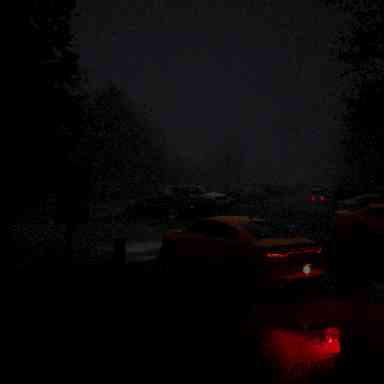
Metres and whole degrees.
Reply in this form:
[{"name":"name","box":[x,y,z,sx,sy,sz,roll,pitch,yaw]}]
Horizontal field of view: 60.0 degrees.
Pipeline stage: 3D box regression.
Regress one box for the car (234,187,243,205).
[{"name":"car","box":[1.480,0.568,29.710,5.366,1.575,1.946,1,3,24]}]

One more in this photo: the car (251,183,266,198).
[{"name":"car","box":[5.697,0.069,40.107,5.366,1.575,1.946,1,3,24]}]

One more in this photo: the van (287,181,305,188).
[{"name":"van","box":[28.237,-2.079,90.643,4.442,1.987,1.878,1,2,24]}]

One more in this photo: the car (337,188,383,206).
[{"name":"car","box":[16.603,0.444,32.061,4.792,1.488,2.163,1,3,24]}]

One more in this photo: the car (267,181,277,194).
[{"name":"car","box":[9.223,-0.376,47.502,4.553,1.767,2.185,1,3,24]}]

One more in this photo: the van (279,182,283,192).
[{"name":"van","box":[11.554,-0.674,52.531,4.442,1.987,1.878,1,2,24]}]

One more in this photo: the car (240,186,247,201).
[{"name":"car","box":[2.443,0.447,32.317,4.892,1.521,2.231,1,3,24]}]

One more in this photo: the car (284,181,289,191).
[{"name":"car","box":[13.674,-0.618,57.671,4.792,1.488,2.163,1,2,24]}]

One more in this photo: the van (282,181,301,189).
[{"name":"van","box":[24.863,-1.859,83.050,4.442,1.987,1.878,1,2,24]}]

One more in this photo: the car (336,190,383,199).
[{"name":"car","box":[9.962,1.018,16.972,4.553,1.767,2.185,1,3,24]}]

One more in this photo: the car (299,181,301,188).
[{"name":"car","box":[21.561,-1.462,75.413,4.553,1.767,2.185,1,2,24]}]

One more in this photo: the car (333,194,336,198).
[{"name":"car","box":[10.981,1.056,19.419,4.792,1.488,2.163,1,3,24]}]

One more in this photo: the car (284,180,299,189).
[{"name":"car","box":[19.166,-1.145,70.410,5.366,1.575,1.946,1,2,24]}]

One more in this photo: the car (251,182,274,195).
[{"name":"car","box":[8.061,-0.145,44.984,4.892,1.521,2.231,1,3,24]}]

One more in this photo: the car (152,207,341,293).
[{"name":"car","box":[0.954,1.351,8.625,1.882,1.535,5.008,2,-1,-32]}]

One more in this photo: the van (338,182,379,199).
[{"name":"van","box":[21.018,-0.262,42.177,4.442,1.987,1.878,1,3,24]}]

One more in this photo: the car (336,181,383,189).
[{"name":"car","box":[15.530,0.287,29.497,5.566,2.045,2.435,1,3,24]}]

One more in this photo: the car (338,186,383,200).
[{"name":"car","box":[20.026,0.099,39.619,4.792,1.488,2.163,1,3,24]}]

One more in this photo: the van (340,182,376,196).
[{"name":"van","box":[23.478,-0.458,47.160,4.442,1.987,1.878,1,2,24]}]

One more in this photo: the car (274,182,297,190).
[{"name":"car","box":[20.434,-1.363,72.878,4.553,1.767,2.185,1,2,24]}]

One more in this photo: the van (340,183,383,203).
[{"name":"van","box":[17.910,0.066,34.632,4.442,1.987,1.878,1,3,24]}]

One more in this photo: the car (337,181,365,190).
[{"name":"car","box":[34.641,-1.473,72.630,5.566,2.045,2.435,1,2,24]}]

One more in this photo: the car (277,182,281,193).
[{"name":"car","box":[10.347,-0.322,50.041,4.792,1.488,2.163,1,2,24]}]

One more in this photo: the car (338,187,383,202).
[{"name":"car","box":[18.955,0.204,37.209,4.792,1.488,2.163,1,3,24]}]

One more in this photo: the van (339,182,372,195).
[{"name":"van","box":[24.390,-0.560,49.785,4.442,1.987,1.878,1,2,24]}]

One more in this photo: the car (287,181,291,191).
[{"name":"car","box":[14.801,-0.716,60.206,4.792,1.488,2.163,1,2,24]}]

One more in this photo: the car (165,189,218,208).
[{"name":"car","box":[-0.939,0.813,24.714,5.008,1.535,2.097,1,3,24]}]

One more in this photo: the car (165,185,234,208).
[{"name":"car","box":[0.209,0.440,27.227,5.566,2.045,2.435,1,3,24]}]

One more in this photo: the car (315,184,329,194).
[{"name":"car","box":[22.304,-0.618,56.974,1.882,1.535,5.008,1,2,24]}]

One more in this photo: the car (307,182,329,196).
[{"name":"car","box":[18.124,-0.239,47.571,2.128,1.511,4.902,1,2,24]}]

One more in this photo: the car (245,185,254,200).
[{"name":"car","box":[3.394,0.317,34.929,5.366,1.575,1.946,1,3,24]}]

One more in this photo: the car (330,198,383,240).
[{"name":"car","box":[8.804,1.265,14.463,5.008,1.535,2.097,1,3,24]}]

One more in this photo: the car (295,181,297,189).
[{"name":"car","box":[18.203,-1.040,67.802,4.892,1.521,2.231,1,2,24]}]

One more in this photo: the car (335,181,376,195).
[{"name":"car","box":[25.595,-0.683,52.277,5.566,2.045,2.435,1,2,24]}]

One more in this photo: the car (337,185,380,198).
[{"name":"car","box":[22.252,-0.137,44.685,5.008,1.535,2.097,1,2,24]}]

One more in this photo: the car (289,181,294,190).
[{"name":"car","box":[15.786,-0.850,62.804,5.366,1.575,1.946,1,2,24]}]

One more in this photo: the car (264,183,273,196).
[{"name":"car","box":[7.113,-0.036,42.379,5.366,1.575,1.946,1,3,24]}]

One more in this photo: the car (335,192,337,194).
[{"name":"car","box":[12.130,0.944,21.937,4.674,1.452,2.002,1,3,24]}]

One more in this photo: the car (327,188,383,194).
[{"name":"car","box":[13.087,0.776,24.538,5.366,1.575,1.946,1,3,24]}]

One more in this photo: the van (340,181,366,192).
[{"name":"van","box":[31.400,-1.150,64.984,4.442,1.987,1.878,1,2,24]}]

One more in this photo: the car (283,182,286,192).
[{"name":"car","box":[12.548,-0.520,55.136,4.792,1.488,2.163,1,2,24]}]

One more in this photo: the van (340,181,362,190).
[{"name":"van","box":[35.898,-1.543,75.103,4.442,1.987,1.878,1,2,24]}]

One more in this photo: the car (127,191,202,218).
[{"name":"car","box":[-2.097,0.965,22.196,4.792,1.488,2.163,1,3,24]}]

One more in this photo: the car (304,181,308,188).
[{"name":"car","box":[26.123,-1.980,85.525,5.566,2.045,2.435,1,2,24]}]

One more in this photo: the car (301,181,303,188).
[{"name":"car","box":[22.711,-1.434,77.943,5.008,1.535,2.097,1,2,24]}]
